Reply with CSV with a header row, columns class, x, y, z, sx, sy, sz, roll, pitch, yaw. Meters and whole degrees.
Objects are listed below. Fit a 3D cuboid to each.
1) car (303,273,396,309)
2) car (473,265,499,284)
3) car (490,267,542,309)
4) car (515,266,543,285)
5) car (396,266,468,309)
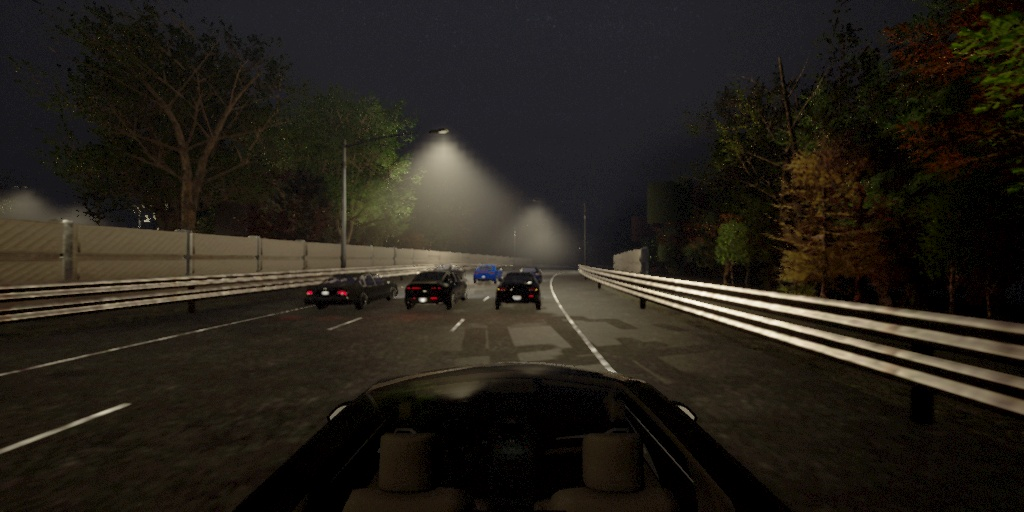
class,x,y,z,sx,sy,sz,roll,pitch,yaw
car,-6.695,1.423,15.601,2.033,1.411,5.357,0,-1,3
car,-1.966,1.497,30.553,1.882,1.535,5.008,0,0,7
car,0.326,1.407,15.648,1.812,1.442,4.674,0,0,3
car,1.495,1.582,30.025,1.994,1.385,4.181,0,0,7
car,-3.177,1.387,15.734,1.837,1.490,4.892,0,0,3
